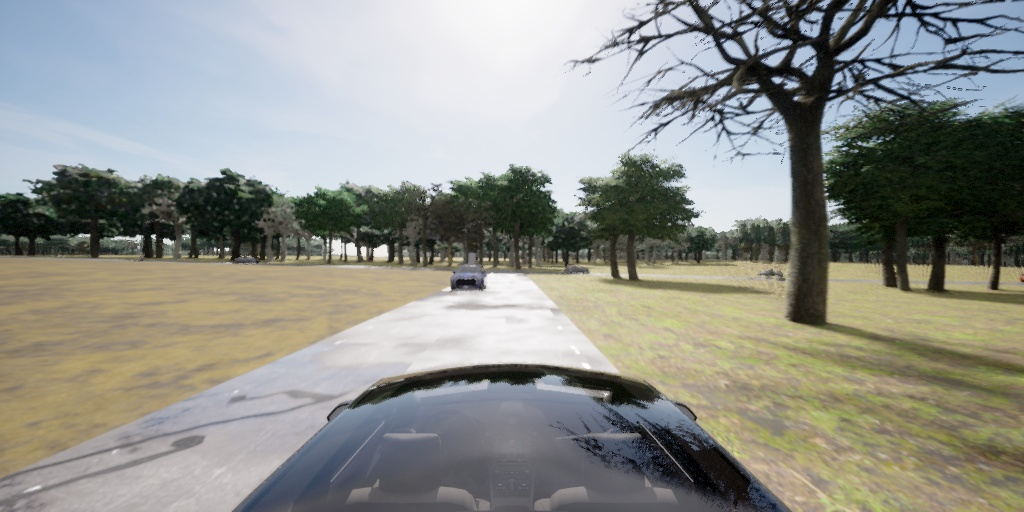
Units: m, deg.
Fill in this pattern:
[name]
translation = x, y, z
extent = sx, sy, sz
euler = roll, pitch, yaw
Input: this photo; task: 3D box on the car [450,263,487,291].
[car]
translation = -2.838, 1.349, 24.271
extent = 2.097, 1.767, 4.553
euler = 0, -1, 0
